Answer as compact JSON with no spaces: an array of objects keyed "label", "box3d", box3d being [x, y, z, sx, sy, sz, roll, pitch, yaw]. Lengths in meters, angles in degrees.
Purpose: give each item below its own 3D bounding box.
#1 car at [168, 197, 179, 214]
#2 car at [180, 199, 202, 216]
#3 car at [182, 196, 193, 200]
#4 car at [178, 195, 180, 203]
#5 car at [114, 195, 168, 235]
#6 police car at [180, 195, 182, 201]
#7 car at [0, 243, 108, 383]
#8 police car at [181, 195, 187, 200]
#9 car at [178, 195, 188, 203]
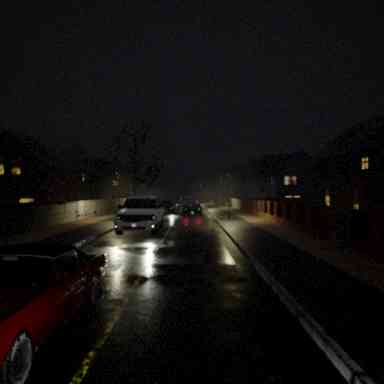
[{"label":"car","box3d":[-2.755,1.621,36.153,1.837,1.490,4.892,0,0,0]},{"label":"car","box3d":[0.052,1.659,33.131,1.895,1.301,4.718,0,0,0]},{"label":"car","box3d":[-0.073,1.687,46.034,1.994,1.385,4.181,0,0,-1]},{"label":"car","box3d":[-4.227,1.787,71.685,1.812,1.442,4.674,0,-1,-5]},{"label":"car","box3d":[-2.845,1.224,19.015,2.150,2.045,5.566,0,1,0]},{"label":"police car","box3d":[-1.746,1.873,82.701,1.930,1.638,5.238,0,-1,-7]},{"label":"car","box3d":[-2.852,1.599,5.346,1.895,1.301,4.718,0,0,0]},{"label":"police car","box3d":[-0.723,1.757,72.688,1.930,1.638,5.238,0,-1,-5]},{"label":"car","box3d":[-2.476,1.749,88.617,2.150,2.045,5.566,0,-1,-7]}]
